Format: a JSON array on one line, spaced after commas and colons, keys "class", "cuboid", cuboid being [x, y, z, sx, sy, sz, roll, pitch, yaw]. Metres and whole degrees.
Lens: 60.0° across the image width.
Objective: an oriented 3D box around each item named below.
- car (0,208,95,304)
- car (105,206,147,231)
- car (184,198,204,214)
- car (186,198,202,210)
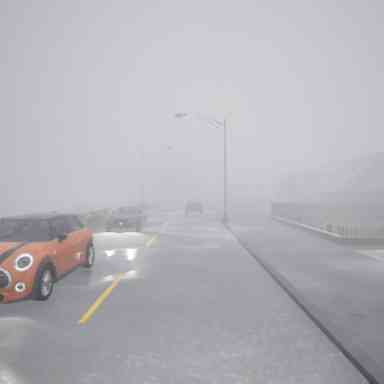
[{"class": "car", "cuboid": [-4.057, 1.367, 8.366, 2.097, 1.767, 4.553, 0, 0, 0]}, {"class": "car", "cuboid": [-3.994, 1.601, 20.703, 1.994, 1.385, 4.181, 0, 0, 0]}, {"class": "car", "cuboid": [0.254, 1.570, 35.997, 1.837, 1.490, 4.892, 0, 0, 0]}, {"class": "car", "cuboid": [0.283, 1.574, 46.037, 2.128, 1.511, 4.902, 0, 0, 1]}]
